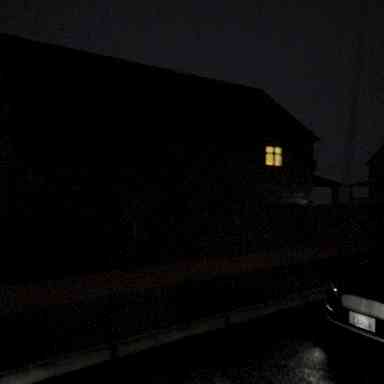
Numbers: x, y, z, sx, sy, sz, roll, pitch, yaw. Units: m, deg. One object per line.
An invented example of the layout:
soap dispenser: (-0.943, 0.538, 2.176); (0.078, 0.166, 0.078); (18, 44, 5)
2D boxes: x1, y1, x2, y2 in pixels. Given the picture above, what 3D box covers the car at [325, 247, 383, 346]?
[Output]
car: (4.377, 1.464, 5.739); (4.902, 1.511, 2.128); (0, 0, -31)
